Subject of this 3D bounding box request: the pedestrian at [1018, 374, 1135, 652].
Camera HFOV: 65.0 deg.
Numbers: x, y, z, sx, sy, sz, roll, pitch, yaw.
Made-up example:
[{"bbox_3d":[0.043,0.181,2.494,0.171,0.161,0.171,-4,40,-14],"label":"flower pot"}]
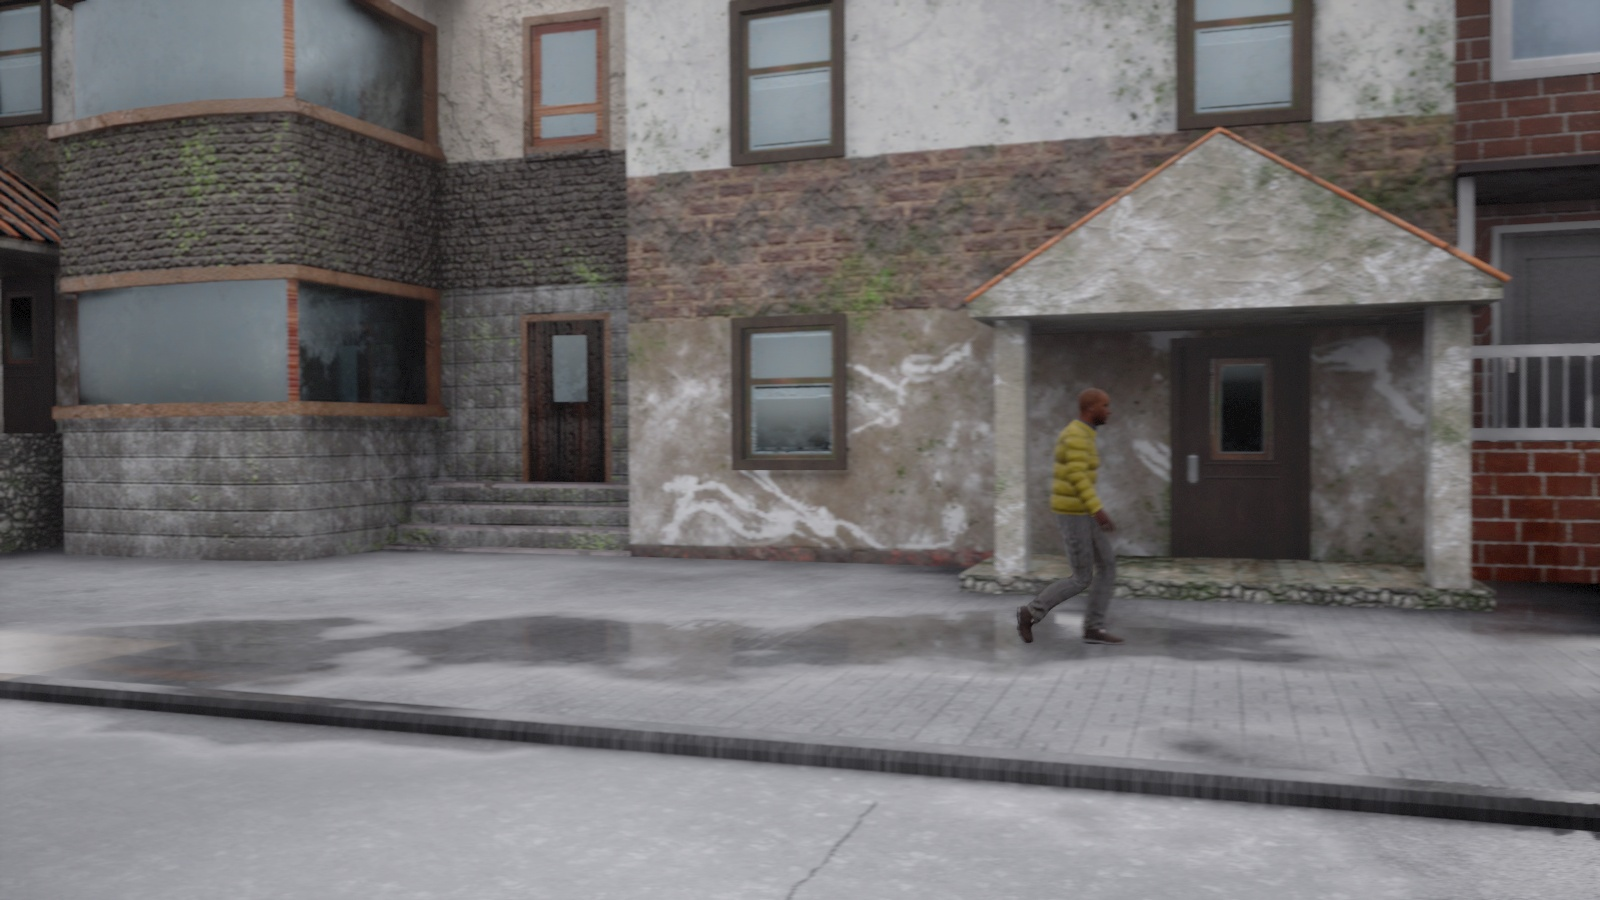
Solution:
[{"bbox_3d":[1.890,0.411,8.576,0.726,1.835,0.370,0,1,21],"label":"pedestrian"}]
